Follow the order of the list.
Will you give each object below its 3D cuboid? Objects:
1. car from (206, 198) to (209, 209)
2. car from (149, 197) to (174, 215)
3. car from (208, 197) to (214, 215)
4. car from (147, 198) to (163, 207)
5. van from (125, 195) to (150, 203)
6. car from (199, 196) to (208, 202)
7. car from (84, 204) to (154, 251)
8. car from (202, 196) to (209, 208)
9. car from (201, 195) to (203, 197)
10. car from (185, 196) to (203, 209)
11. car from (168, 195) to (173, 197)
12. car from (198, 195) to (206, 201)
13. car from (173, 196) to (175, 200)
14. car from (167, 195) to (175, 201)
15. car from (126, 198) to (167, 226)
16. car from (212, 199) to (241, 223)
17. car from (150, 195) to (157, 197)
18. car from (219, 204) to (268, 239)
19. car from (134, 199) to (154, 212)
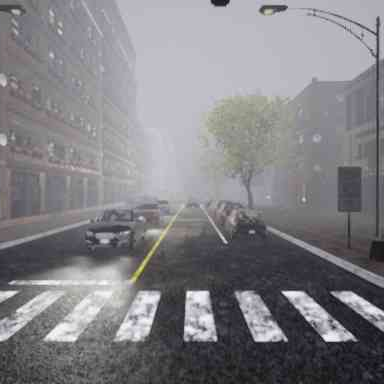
[{"bbox_3d":[2.685,1.573,34.145,1.802,1.307,4.206,0,0,0],"label":"car"},{"bbox_3d":[-3.091,1.517,33.809,1.812,1.442,4.674,0,0,0],"label":"car"},{"bbox_3d":[2.685,1.431,28.447,1.967,1.590,4.097,0,0,0],"label":"car"},{"bbox_3d":[-5.698,1.566,51.235,1.947,1.339,4.313,0,0,0],"label":"car"},{"bbox_3d":[-5.696,1.332,34.144,1.690,1.788,3.998,0,0,0],"label":"van"},{"bbox_3d":[2.678,1.583,79.719,2.008,1.369,4.403,0,0,0],"label":"car"},{"bbox_3d":[-3.103,1.485,14.263,2.128,1.511,4.902,0,0,0],"label":"car"},{"bbox_3d":[2.683,1.546,45.538,2.008,1.369,4.403,0,0,0],"label":"car"},{"bbox_3d":[2.682,1.440,51.235,1.967,1.590,4.097,0,0,0],"label":"car"},{"bbox_3d":[0.094,1.596,44.762,1.895,1.301,4.718,0,0,0],"label":"car"},{"bbox_3d":[-5.703,1.550,73.852,1.752,1.417,4.829,0,0,0],"label":"car"},{"bbox_3d":[2.676,1.596,91.110,1.887,1.381,4.507,0,0,0],"label":"car"},{"bbox_3d":[-5.703,1.577,79.720,1.887,1.381,4.507,0,0,0],"label":"car"},{"bbox_3d":[-5.705,1.617,91.112,1.947,1.339,4.313,0,0,0],"label":"car"},{"bbox_3d":[-3.097,1.469,23.712,1.882,1.535,5.008,0,0,0],"label":"car"},{"bbox_3d":[2.687,1.432,22.751,1.967,1.590,4.097,0,0,0],"label":"car"},{"bbox_3d":[-5.698,1.311,45.538,2.192,1.841,5.009,0,0,0],"label":"car"},{"bbox_3d":[2.687,1.544,17.054,2.008,1.369,4.403,0,0,0],"label":"car"},{"bbox_3d":[-5.697,1.575,39.841,1.802,1.307,4.206,0,0,0],"label":"car"}]
